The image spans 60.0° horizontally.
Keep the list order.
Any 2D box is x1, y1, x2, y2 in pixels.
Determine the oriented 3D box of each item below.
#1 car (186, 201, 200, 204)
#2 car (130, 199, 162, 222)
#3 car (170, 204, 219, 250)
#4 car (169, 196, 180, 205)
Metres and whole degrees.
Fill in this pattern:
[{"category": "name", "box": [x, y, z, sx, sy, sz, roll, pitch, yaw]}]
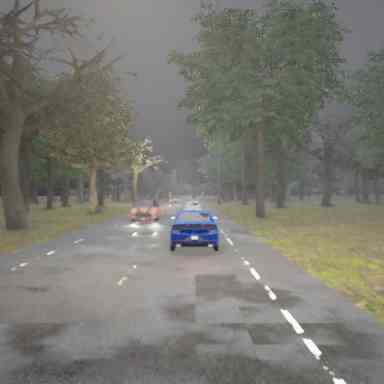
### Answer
[{"category": "car", "box": [0.086, 1.609, 32.451, 1.812, 1.442, 4.674, 0, 0, 0]}, {"category": "car", "box": [-3.609, 1.411, 26.858, 2.097, 1.767, 4.553, 0, 0, 0]}, {"category": "car", "box": [0.092, 1.500, 14.452, 1.882, 1.535, 5.008, 0, 0, 0]}, {"category": "car", "box": [-3.530, 1.651, 67.344, 2.097, 1.767, 4.553, 0, -1, 0]}]
